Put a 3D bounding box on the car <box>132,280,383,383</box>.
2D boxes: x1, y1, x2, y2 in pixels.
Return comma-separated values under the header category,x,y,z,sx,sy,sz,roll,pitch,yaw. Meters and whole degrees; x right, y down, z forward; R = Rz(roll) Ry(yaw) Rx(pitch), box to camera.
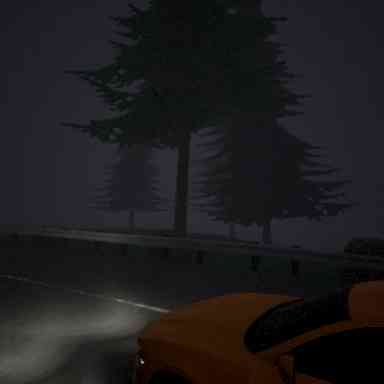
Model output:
category,x,y,z,sx,sy,sz,roll,pitch,yaw
car,1.719,1.471,2.532,5.008,1.535,1.882,0,0,35
